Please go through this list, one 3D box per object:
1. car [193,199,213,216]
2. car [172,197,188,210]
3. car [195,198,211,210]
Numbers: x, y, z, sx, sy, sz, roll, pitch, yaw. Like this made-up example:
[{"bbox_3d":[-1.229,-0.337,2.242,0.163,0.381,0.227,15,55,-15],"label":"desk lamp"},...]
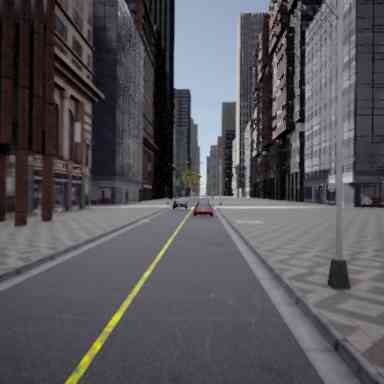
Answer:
[{"bbox_3d":[1.159,1.704,34.029,1.994,1.385,4.181,1,0,2],"label":"car"},{"bbox_3d":[-1.539,1.435,44.971,1.882,1.535,5.008,1,0,2],"label":"car"},{"bbox_3d":[1.570,1.679,46.920,2.128,1.511,4.902,1,0,2],"label":"car"}]
